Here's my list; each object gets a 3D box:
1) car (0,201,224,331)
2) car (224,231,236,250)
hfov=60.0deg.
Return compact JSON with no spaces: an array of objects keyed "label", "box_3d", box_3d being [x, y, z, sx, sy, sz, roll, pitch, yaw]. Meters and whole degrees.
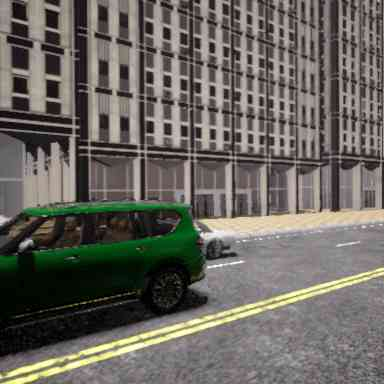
[{"label":"car","box_3d":[-2.296,1.222,6.040,5.566,2.045,2.150,0,0,-36]},{"label":"car","box_3d":[-0.848,1.600,11.065,4.718,1.301,1.895,0,0,-36]}]
